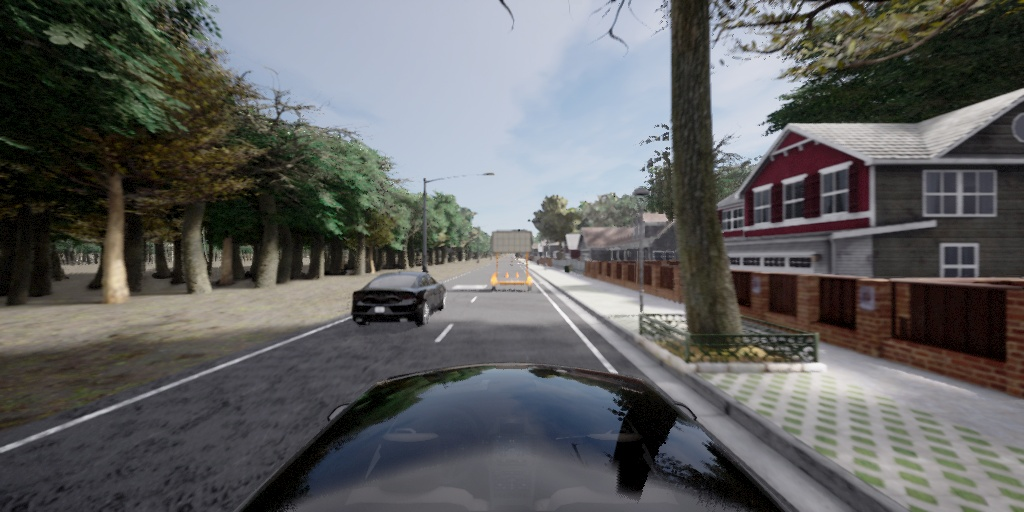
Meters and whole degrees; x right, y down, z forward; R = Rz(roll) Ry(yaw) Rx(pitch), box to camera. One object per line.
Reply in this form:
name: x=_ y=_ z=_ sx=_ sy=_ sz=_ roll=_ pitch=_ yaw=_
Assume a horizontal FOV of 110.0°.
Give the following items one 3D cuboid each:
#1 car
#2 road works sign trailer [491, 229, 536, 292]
car: x=-3.402 y=1.232 z=11.698 sx=1.882 sy=1.535 sz=5.008 roll=0 pitch=0 yaw=0
road works sign trailer: x=-0.004 y=0.229 z=21.205 sx=2.380 sy=3.560 sz=2.880 roll=0 pitch=0 yaw=0
